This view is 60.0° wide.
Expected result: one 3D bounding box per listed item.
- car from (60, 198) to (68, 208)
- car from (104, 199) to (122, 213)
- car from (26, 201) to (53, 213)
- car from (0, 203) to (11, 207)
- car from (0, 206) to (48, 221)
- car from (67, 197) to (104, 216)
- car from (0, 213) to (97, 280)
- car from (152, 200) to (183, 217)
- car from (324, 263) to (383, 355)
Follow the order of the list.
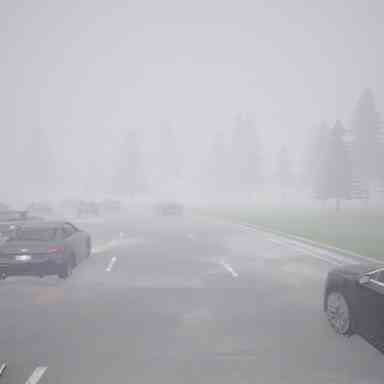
[{"bbox_3d":[-16.401,1.478,45.780,5.008,1.535,1.882,0,0,43],"label":"car"},{"bbox_3d":[-9.493,1.492,37.601,2.128,1.511,4.902,0,0,-32],"label":"car"},{"bbox_3d":[-16.066,1.600,34.788,1.895,1.301,4.718,0,0,-35],"label":"car"},{"bbox_3d":[-15.707,1.565,26.905,1.994,1.385,4.181,0,0,-23],"label":"car"},{"bbox_3d":[-8.935,1.600,16.779,1.895,1.301,4.718,0,0,-11],"label":"car"},{"bbox_3d":[-10.159,1.490,31.519,2.128,1.511,4.902,0,0,-26],"label":"car"},{"bbox_3d":[-4.325,1.564,10.040,1.994,1.385,4.181,0,0,-7],"label":"car"},{"bbox_3d":[-2.361,1.478,31.490,1.882,1.535,5.008,0,0,-21],"label":"car"},{"bbox_3d":[3.258,1.493,3.801,2.128,1.511,4.902,0,0,-3],"label":"car"}]
